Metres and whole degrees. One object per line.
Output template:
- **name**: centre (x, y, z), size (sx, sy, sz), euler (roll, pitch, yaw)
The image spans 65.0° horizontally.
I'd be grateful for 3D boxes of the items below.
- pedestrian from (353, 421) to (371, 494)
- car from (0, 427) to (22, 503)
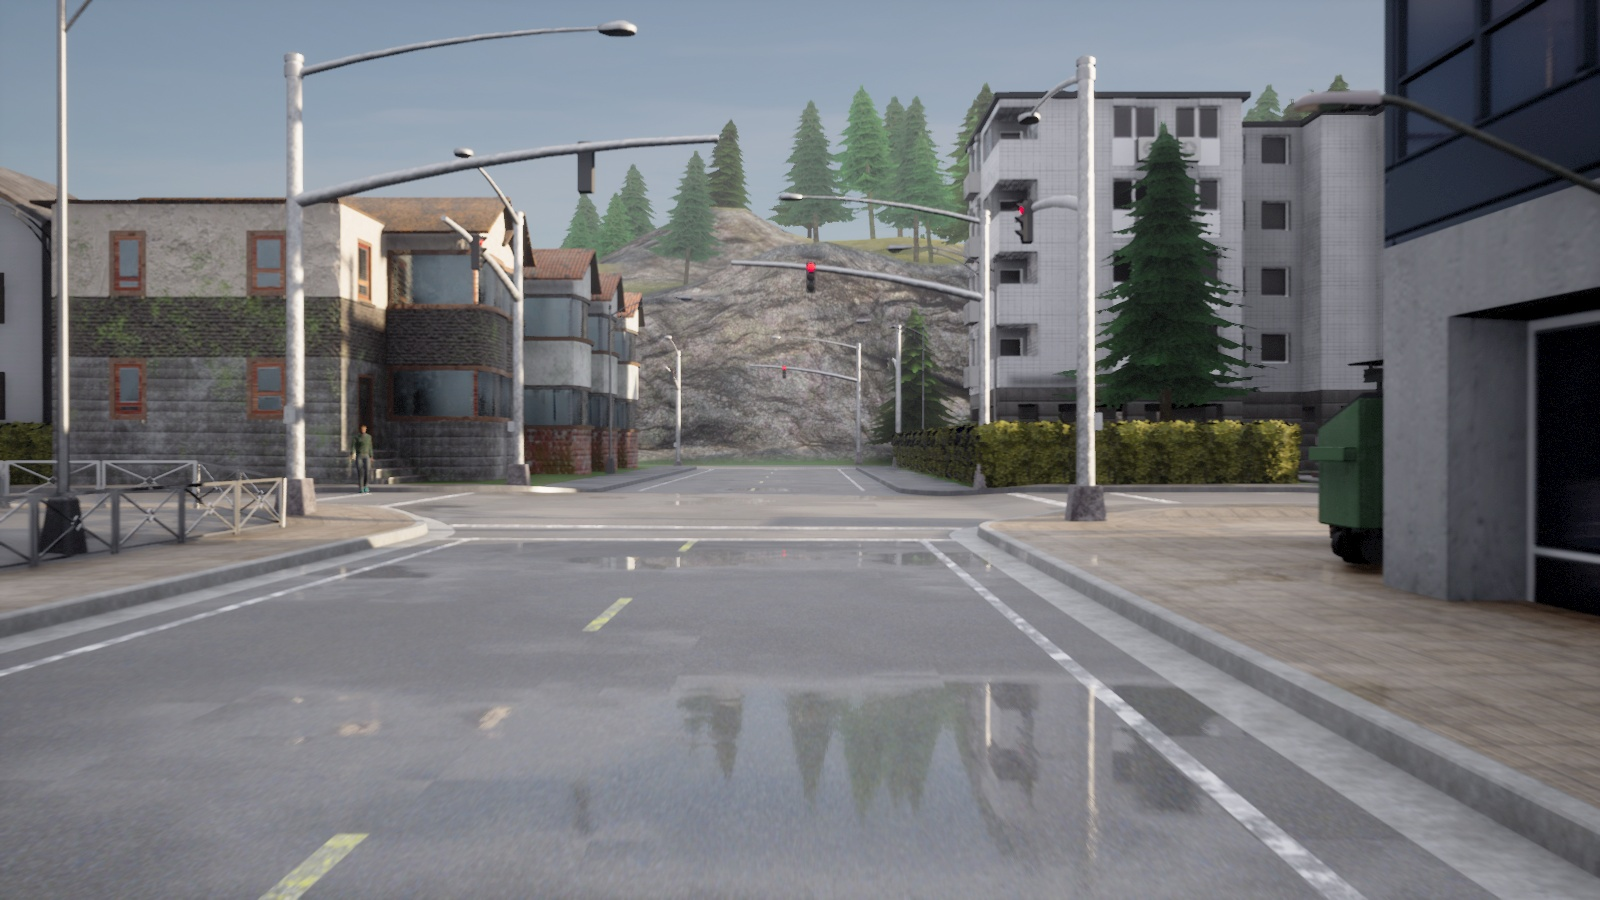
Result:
- **pedestrian**: centre (-11.219, 0.177, 32.142), size (0.353, 1.847, 0.614), euler (0, 0, -27)
- **car**: centre (-19.846, 0.332, 27.092), size (4.856, 1.649, 2.033), euler (0, 0, 0)
